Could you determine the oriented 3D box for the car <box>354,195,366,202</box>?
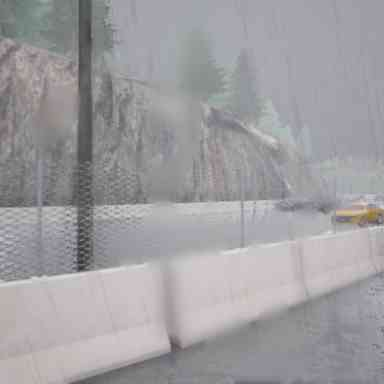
[{"bbox_3d":[35.444,1.268,69.972,2.033,1.411,5.357,0,0,30],"label":"car"}]

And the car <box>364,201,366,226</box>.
[{"bbox_3d":[11.261,1.458,22.567,5.008,1.535,1.882,0,0,-43],"label":"car"}]

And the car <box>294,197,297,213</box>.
[{"bbox_3d":[11.217,1.337,37.321,2.097,1.767,4.553,0,0,43],"label":"car"}]
